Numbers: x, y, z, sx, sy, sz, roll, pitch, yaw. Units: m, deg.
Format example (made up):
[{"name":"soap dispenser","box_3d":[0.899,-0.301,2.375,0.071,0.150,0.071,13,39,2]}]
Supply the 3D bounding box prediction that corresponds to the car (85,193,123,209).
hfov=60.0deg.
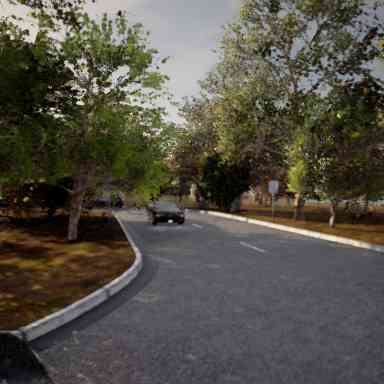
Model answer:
[{"name":"car","box_3d":[-10.015,0.917,36.823,4.553,1.767,2.097,1,0,20]}]

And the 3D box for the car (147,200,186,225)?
[{"name":"car","box_3d":[-1.774,1.223,21.104,2.033,1.411,5.357,1,0,-13]}]

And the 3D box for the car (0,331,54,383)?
[{"name":"car","box_3d":[-2.844,1.592,1.555,4.181,1.385,1.994,-1,0,-41]}]
